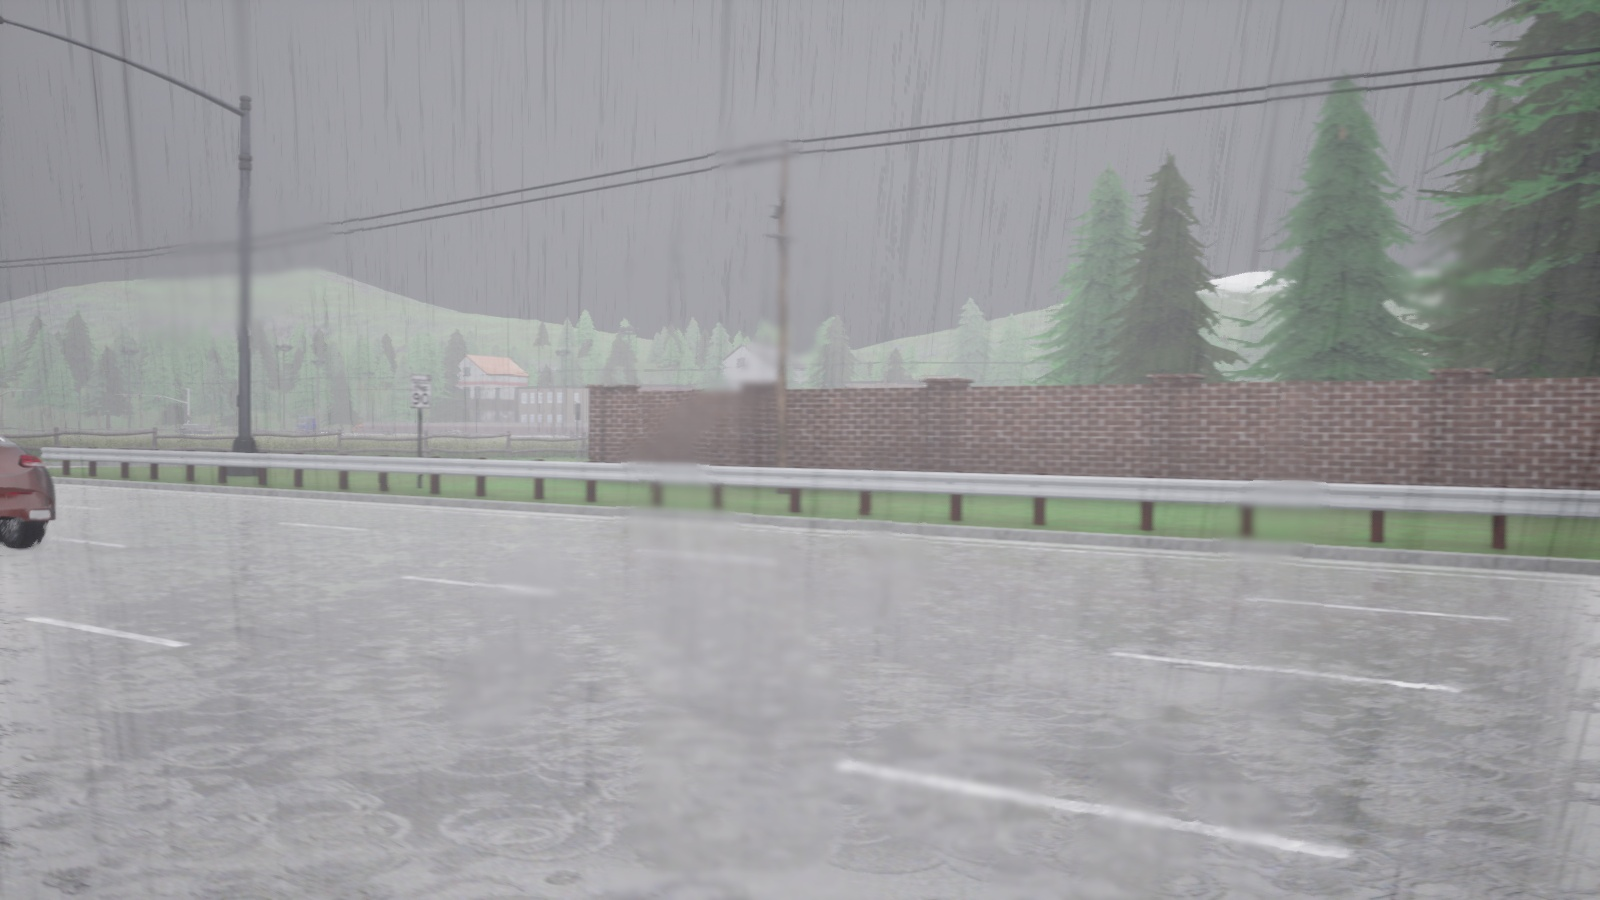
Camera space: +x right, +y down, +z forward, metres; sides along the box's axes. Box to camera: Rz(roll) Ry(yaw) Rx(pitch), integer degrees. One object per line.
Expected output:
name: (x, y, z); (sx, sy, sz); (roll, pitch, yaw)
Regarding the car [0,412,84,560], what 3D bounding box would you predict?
car: (-11.075, 0.404, 15.179); (5.027, 1.651, 2.152); (0, 1, 34)
